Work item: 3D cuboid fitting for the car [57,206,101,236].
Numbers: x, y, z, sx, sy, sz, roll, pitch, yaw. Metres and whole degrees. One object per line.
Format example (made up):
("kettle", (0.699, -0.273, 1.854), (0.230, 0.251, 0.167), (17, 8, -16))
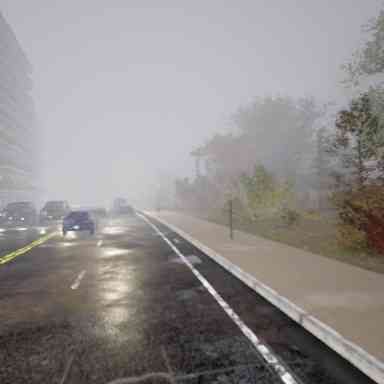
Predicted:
("car", (-7.170, 1.905, 21.536), (1.812, 1.442, 4.674), (-2, 0, -12))

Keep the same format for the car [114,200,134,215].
("car", (-8.442, 2.121, 42.089), (1.994, 1.385, 4.181), (-2, 0, -13))

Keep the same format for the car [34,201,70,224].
("car", (-12.810, 1.850, 31.439), (2.150, 2.045, 5.566), (-2, -1, -12))

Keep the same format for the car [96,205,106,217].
("car", (-11.110, 2.225, 39.301), (1.895, 1.301, 4.718), (-2, 0, -13))

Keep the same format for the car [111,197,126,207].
("car", (-12.700, 2.018, 58.923), (2.150, 2.045, 5.566), (-2, -1, -15))

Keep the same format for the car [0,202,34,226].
("car", (-16.038, 1.951, 30.994), (2.150, 2.045, 5.566), (-2, -1, -12))
